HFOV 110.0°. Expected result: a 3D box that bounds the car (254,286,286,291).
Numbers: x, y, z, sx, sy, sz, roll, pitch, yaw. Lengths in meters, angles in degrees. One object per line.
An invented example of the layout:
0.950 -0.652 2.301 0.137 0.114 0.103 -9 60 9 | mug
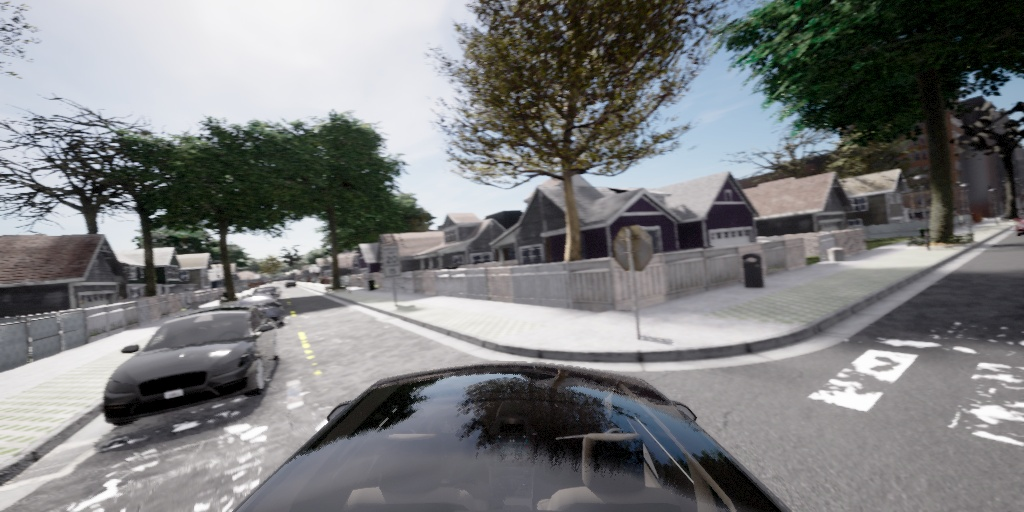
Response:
-17.931 3.021 26.096 2.128 1.511 4.902 -6 0 -33 | car

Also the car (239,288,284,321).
-11.529 2.455 16.205 1.994 1.385 4.181 -6 0 -33 | car

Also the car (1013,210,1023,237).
34.289 -2.180 23.243 4.674 1.442 1.812 -6 0 -33 | car

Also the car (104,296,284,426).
-6.007 1.849 7.249 1.837 1.490 4.892 -6 0 -29 | car

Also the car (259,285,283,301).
-26.270 4.022 39.176 1.895 1.301 4.718 -6 0 -33 | car
